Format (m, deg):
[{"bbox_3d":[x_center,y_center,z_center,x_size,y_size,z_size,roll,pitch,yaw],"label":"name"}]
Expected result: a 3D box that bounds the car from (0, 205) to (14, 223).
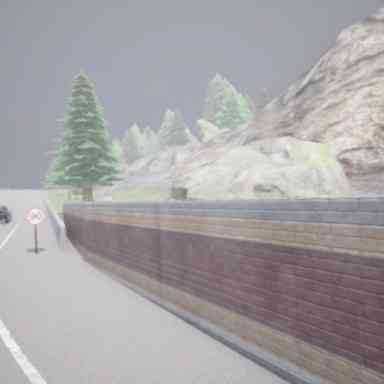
[{"bbox_3d":[-16.710,1.879,28.758,1.837,1.490,4.892,-1,1,-24],"label":"car"}]
